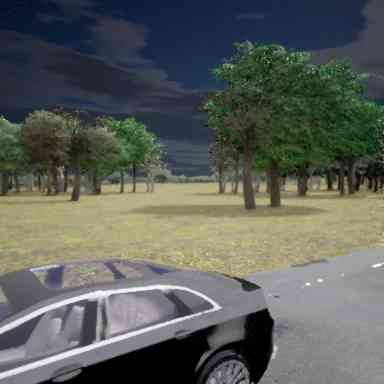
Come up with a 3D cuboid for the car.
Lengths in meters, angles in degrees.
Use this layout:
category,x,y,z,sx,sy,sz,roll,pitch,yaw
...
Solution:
category,x,y,z,sx,sy,sz,roll,pitch,yaw
car,-1.335,1.489,3.039,4.902,1.511,2.128,0,0,-35
